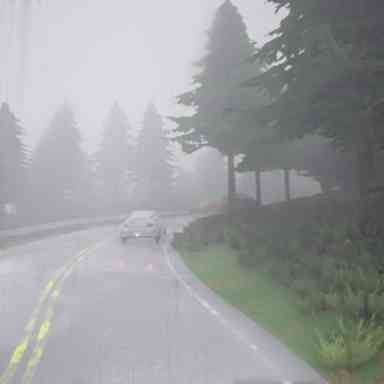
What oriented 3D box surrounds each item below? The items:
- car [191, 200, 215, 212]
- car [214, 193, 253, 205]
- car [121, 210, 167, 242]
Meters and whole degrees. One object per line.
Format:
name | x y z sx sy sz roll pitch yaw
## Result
car | 1.781 1.681 37.012 1.882 1.535 5.008 -5 -2 37
car | 5.164 1.157 35.828 2.150 2.045 5.566 -5 -2 38
car | -2.401 1.681 17.246 1.812 1.442 4.674 -1 0 2
